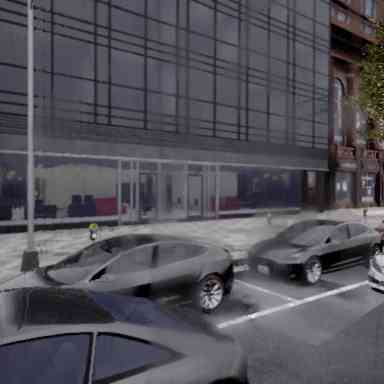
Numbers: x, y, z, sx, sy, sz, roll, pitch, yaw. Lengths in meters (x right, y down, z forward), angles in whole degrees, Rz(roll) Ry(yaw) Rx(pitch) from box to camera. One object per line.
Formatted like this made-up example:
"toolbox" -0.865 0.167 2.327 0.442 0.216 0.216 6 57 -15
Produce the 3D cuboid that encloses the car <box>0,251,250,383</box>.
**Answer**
"car" -1.525 1.524 2.336 4.181 1.385 1.994 0 1 -34

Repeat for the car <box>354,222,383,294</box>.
"car" 5.773 1.430 7.286 4.674 1.442 1.812 0 1 -34

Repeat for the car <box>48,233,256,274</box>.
"car" -1.173 1.476 5.903 4.313 1.339 1.947 0 1 -34

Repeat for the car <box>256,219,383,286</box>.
"car" 3.494 1.440 9.070 4.313 1.339 1.947 0 1 -34
